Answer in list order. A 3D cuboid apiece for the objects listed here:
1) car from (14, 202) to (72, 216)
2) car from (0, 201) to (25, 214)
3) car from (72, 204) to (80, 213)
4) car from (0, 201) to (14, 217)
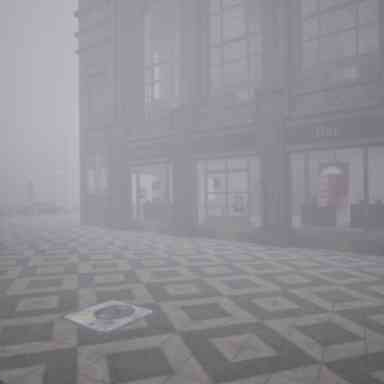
[{"bbox_3d":[-14.270,1.586,31.856,1.947,1.339,4.313,-1,-1,35],"label":"car"},{"bbox_3d":[-21.210,1.703,36.806,2.008,1.369,4.403,-1,-1,35],"label":"car"},{"bbox_3d":[-10.897,1.571,36.620,1.752,1.417,4.829,-1,-1,35],"label":"car"},{"bbox_3d":[-17.547,1.551,27.228,2.008,1.369,4.403,-1,-1,35],"label":"car"}]
